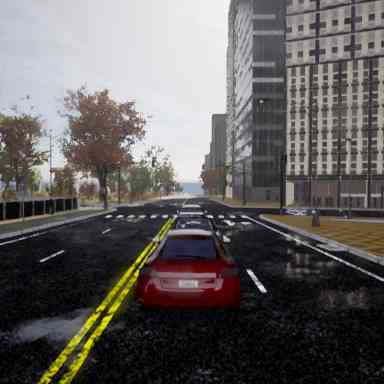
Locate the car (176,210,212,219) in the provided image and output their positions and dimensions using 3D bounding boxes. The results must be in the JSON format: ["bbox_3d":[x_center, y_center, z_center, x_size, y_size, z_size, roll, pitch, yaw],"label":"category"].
[{"bbox_3d":[0.075,1.592,13.015,1.895,1.301,4.718,0,0,0],"label":"car"}]

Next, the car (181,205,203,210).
[{"bbox_3d":[-0.006,1.536,21.255,2.033,1.411,5.357,0,0,0],"label":"car"}]

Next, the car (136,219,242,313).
[{"bbox_3d":[-0.022,1.558,7.767,1.994,1.385,4.181,0,0,1],"label":"car"}]
